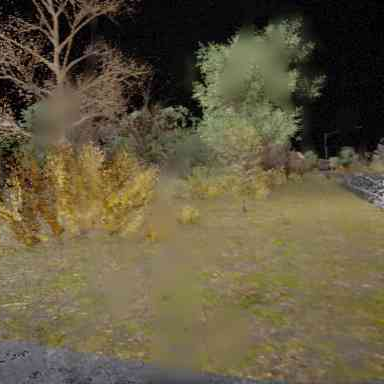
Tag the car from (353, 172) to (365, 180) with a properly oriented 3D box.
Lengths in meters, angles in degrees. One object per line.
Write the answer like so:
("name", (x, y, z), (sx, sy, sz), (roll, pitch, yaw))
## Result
("car", (32.466, -3.175, 64.888), (1.994, 1.385, 4.181), (-4, 2, 26))
